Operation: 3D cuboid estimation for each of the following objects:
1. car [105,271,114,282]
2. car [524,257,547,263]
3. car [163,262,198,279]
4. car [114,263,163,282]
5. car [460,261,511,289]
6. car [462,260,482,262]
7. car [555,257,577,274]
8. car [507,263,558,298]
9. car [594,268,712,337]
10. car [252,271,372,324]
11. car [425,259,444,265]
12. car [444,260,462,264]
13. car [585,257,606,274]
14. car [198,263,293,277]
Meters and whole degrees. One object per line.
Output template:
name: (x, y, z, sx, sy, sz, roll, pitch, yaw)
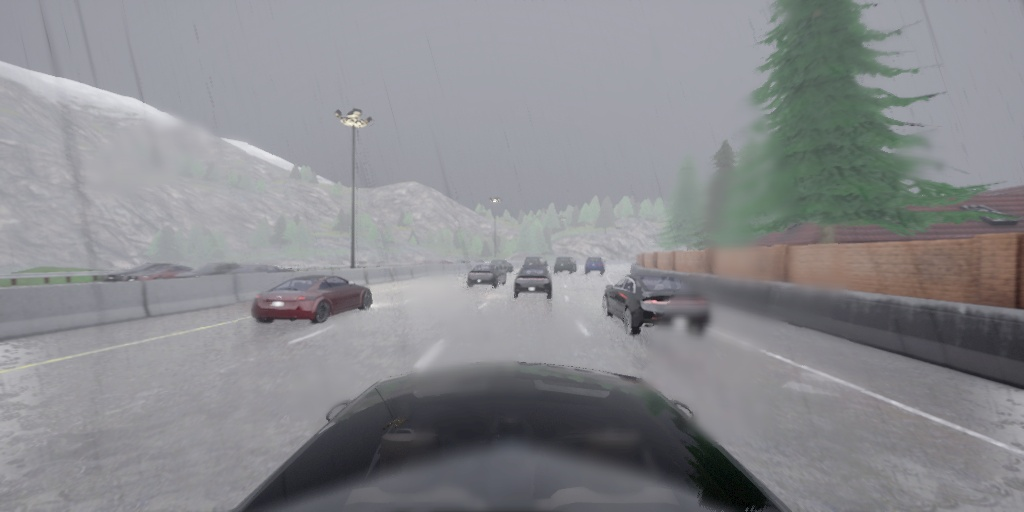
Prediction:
car: (-26.208, 1.232, 26.141, 1.837, 1.490, 4.892, 0, 0, 9)
car: (3.010, 1.133, 44.572, 2.150, 2.045, 5.566, 0, 0, 17)
car: (-19.481, 1.251, 23.732, 1.837, 1.490, 4.892, 0, 0, 8)
car: (-22.980, 1.296, 23.931, 1.994, 1.385, 4.181, 0, 0, 8)
car: (-1.586, 1.313, 24.162, 2.128, 1.511, 4.902, 0, 0, 9)
car: (-6.125, 1.435, 61.349, 1.837, 1.490, 4.892, 0, 0, 21)
car: (6.719, 1.148, 44.643, 2.150, 2.045, 5.566, 0, 0, 17)
car: (1.221, 1.307, 19.012, 2.128, 1.511, 4.902, 0, 0, 7)
car: (3.963, 1.289, 10.520, 2.128, 1.511, 4.902, 0, 0, 4)
car: (-6.432, 1.324, 12.079, 1.994, 1.385, 4.181, 0, 0, 4)
car: (-12.775, 1.389, 63.541, 1.882, 1.535, 5.008, 0, 0, 21)
car: (-9.319, 1.427, 62.795, 1.837, 1.490, 4.892, 0, 0, 21)
car: (10.417, 1.164, 44.723, 2.150, 2.045, 5.566, 0, 0, 18)
car: (-16.132, 1.304, 22.640, 2.033, 1.411, 5.357, 0, 0, 8)
